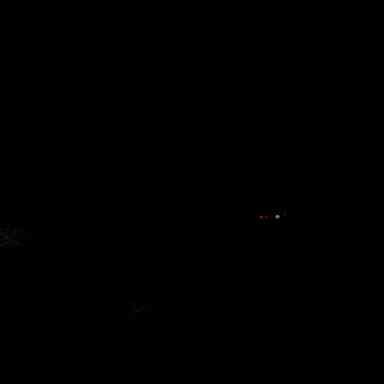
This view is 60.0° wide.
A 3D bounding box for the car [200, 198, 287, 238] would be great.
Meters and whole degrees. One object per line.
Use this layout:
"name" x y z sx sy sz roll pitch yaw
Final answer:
"car" 2.727 1.377 18.859 2.150 2.045 5.566 1 -1 -35
